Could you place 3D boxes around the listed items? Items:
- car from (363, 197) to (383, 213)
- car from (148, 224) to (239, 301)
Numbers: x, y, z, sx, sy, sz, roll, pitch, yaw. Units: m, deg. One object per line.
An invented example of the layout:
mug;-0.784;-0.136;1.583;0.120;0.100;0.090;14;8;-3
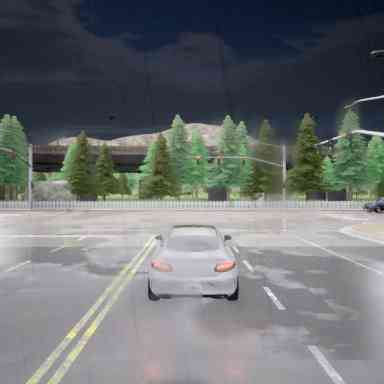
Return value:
car;20.734;1.296;35.348;4.553;1.767;2.097;0;0;0
car;0.033;1.526;8.216;1.812;1.442;4.674;0;0;0
